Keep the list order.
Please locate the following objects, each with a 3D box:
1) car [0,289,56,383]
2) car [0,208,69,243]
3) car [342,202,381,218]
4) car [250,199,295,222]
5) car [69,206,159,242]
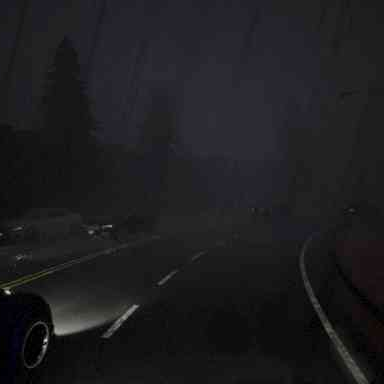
[{"bbox_3d":[-3.039,1.564,3.020,1.994,1.385,4.181,0,0,5],"label":"car"},{"bbox_3d":[-7.313,1.526,16.341,1.812,1.442,4.674,0,0,21],"label":"car"},{"bbox_3d":[15.483,1.564,30.247,4.181,1.385,1.994,0,0,-39],"label":"car"},{"bbox_3d":[6.453,1.352,26.245,2.097,1.767,4.553,0,0,38],"label":"car"},{"bbox_3d":[-3.435,1.491,16.704,2.128,1.511,4.902,0,0,23],"label":"car"}]
